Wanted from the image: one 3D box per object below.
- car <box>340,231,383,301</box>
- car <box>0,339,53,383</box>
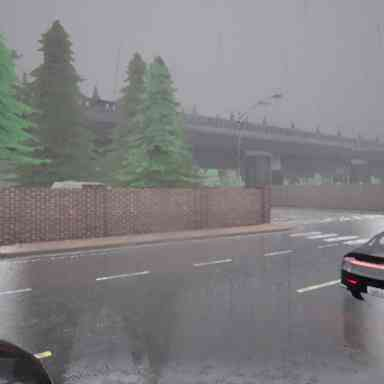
[{"bbox_3d":[5.146,1.485,7.031,4.902,1.511,2.128,0,0,-34],"label":"car"},{"bbox_3d":[-3.104,1.493,1.307,4.902,1.511,2.128,0,0,-37],"label":"car"}]
